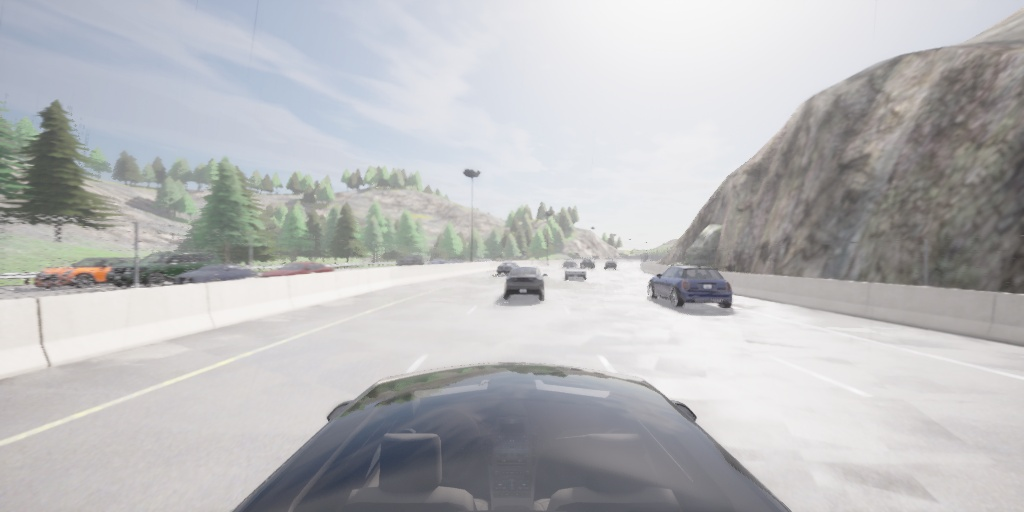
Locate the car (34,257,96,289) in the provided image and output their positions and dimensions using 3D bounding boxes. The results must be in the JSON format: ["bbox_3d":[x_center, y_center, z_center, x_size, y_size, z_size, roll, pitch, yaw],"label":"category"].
[{"bbox_3d":[-23.729,0.855,20.604,2.097,1.767,4.553,1,0,5],"label":"car"}]

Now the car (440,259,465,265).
[{"bbox_3d":[-9.411,1.230,59.717,2.033,1.411,5.357,1,0,17],"label":"car"}]

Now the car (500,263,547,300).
[{"bbox_3d":[0.708,1.271,17.904,1.837,1.490,4.892,0,0,5],"label":"car"}]

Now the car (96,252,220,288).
[{"bbox_3d":[-20.176,0.765,21.311,2.150,2.045,5.566,1,0,5],"label":"car"}]

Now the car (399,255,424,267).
[{"bbox_3d":[-16.719,0.826,59.627,2.150,2.045,5.566,1,0,16],"label":"car"}]

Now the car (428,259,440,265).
[{"bbox_3d":[-12.620,1.172,61.198,1.812,1.442,4.674,1,0,16],"label":"car"}]

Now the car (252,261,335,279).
[{"bbox_3d":[-13.061,1.098,22.194,1.882,1.535,5.008,1,0,6],"label":"car"}]

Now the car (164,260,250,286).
[{"bbox_3d":[-16.718,1.144,20.554,1.994,1.385,4.181,1,0,5],"label":"car"}]

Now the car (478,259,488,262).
[{"bbox_3d":[-4.815,1.258,62.880,1.812,1.442,4.674,1,0,17],"label":"car"}]

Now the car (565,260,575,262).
[{"bbox_3d":[10.484,1.392,64.293,2.128,1.511,4.902,0,0,20],"label":"car"}]

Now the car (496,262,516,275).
[{"bbox_3d":[-0.241,1.317,38.866,2.033,1.411,5.357,1,0,13],"label":"car"}]

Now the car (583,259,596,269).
[{"bbox_3d":[13.057,1.279,61.106,2.097,1.767,4.553,1,0,19],"label":"car"}]

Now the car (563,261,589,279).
[{"bbox_3d":[5.933,1.434,33.357,1.895,1.301,4.718,1,0,10],"label":"car"}]

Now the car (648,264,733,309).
[{"bbox_3d":[7.618,1.193,15.805,2.097,1.767,4.553,1,0,4],"label":"car"}]
